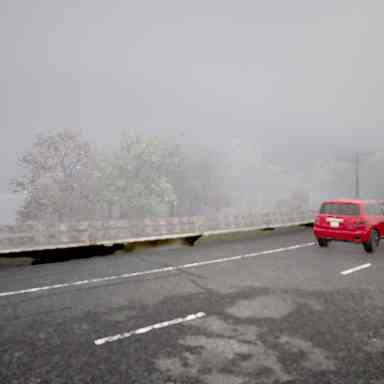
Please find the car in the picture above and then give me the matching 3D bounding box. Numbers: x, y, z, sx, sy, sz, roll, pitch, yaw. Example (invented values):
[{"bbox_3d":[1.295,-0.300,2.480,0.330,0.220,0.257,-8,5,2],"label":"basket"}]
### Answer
[{"bbox_3d":[7.465,1.357,14.711,5.566,2.045,2.150,1,0,-43],"label":"car"}]
